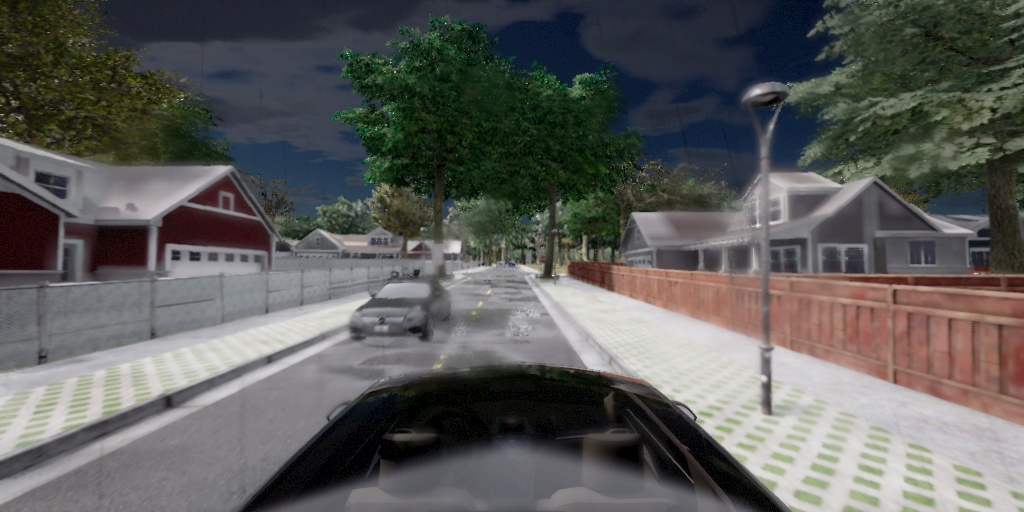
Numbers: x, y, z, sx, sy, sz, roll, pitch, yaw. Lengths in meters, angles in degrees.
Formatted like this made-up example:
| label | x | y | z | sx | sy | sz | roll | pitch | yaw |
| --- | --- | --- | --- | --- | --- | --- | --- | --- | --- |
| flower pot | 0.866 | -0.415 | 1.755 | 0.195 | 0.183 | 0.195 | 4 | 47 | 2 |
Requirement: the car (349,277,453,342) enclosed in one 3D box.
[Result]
| label | x | y | z | sx | sy | sz | roll | pitch | yaw |
| --- | --- | --- | --- | --- | --- | --- | --- | --- | --- |
| car | -2.854 | 1.352 | 10.170 | 1.812 | 1.442 | 4.674 | 0 | 0 | 0 |
